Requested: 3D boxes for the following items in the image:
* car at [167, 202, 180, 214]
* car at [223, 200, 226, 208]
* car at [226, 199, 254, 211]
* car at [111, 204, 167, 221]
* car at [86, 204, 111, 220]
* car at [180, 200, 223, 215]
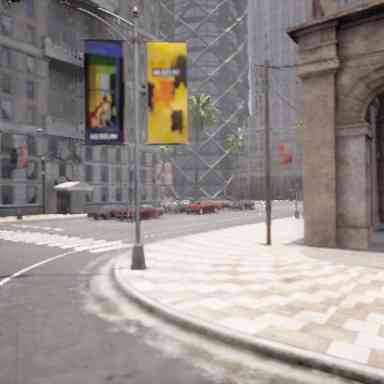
[{"bbox_3d":[-1.744,1.892,40.447,1.994,1.385,4.181,-1,-1,36],"label":"car"},{"bbox_3d":[4.125,1.853,48.589,1.812,1.442,4.674,-1,-1,36],"label":"car"},{"bbox_3d":[7.093,1.785,46.718,1.837,1.490,4.892,-1,0,36],"label":"car"},{"bbox_3d":[-4.712,1.882,30.228,1.895,1.301,4.718,-1,-1,35],"label":"car"},{"bbox_3d":[-7.535,1.875,32.299,2.033,1.411,5.357,-1,-1,35],"label":"car"},{"bbox_3d":[1.206,1.759,38.558,1.882,1.535,5.008,-1,-1,36],"label":"car"}]
